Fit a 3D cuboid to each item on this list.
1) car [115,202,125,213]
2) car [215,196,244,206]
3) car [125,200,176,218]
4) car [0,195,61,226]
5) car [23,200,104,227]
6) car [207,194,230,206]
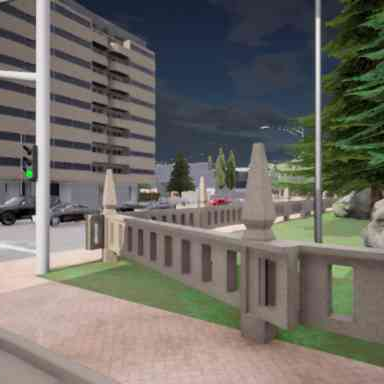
[{"bbox_3d":[-6.636,1.645,32.584,1.895,1.301,4.718,0,0,34],"label":"car"},{"bbox_3d":[5.338,1.609,43.839,1.994,1.385,4.181,0,0,35],"label":"car"},{"bbox_3d":[-3.453,1.537,31.034,2.128,1.511,4.902,0,0,34],"label":"car"},{"bbox_3d":[-12.174,1.266,24.485,2.150,2.045,5.566,0,0,34],"label":"car"},{"bbox_3d":[-8.721,1.537,23.331,2.128,1.511,4.902,0,0,34],"label":"car"},{"bbox_3d":[3.727,1.267,47.657,2.150,2.045,5.566,0,0,35],"label":"car"}]
